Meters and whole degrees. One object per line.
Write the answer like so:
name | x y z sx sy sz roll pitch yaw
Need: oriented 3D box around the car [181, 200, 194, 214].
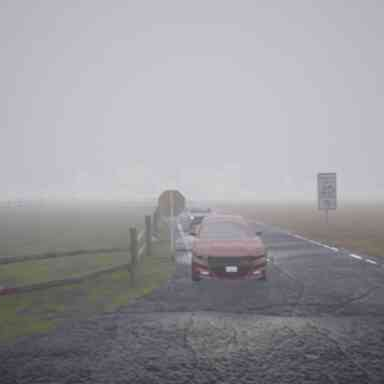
car | -0.528 1.529 36.221 2.033 1.411 5.357 -1 0 -5

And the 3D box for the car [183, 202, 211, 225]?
car | 0.572 1.592 21.555 1.895 1.301 4.718 -1 0 -4

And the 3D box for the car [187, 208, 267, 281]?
car | 0.984 1.485 10.089 1.882 1.535 5.008 -1 0 2

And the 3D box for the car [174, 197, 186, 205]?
car | -2.122 1.533 57.419 1.994 1.385 4.181 -1 0 -4
